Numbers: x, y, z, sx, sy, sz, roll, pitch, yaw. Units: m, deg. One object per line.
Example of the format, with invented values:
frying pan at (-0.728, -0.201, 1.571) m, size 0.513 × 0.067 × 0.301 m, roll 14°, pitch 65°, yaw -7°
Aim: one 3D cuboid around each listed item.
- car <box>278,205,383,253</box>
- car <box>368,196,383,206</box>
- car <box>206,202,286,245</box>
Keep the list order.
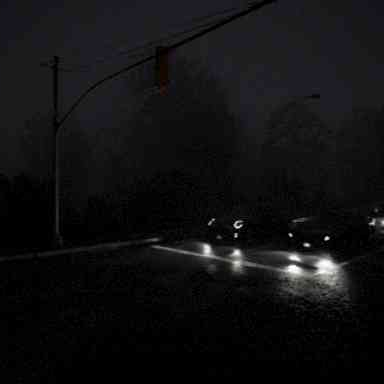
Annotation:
car at (6.014, 1.484, 13.924) m, size 2.033 × 1.411 × 5.357 m, roll 0°, pitch 1°, yaw 45°
car at (15.565, 0.971, 25.867) m, size 4.902 × 1.511 × 2.128 m, roll -3°, pitch 2°, yaw -34°
car at (2.787, 1.315, 15.601) m, size 4.553 × 1.767 × 2.097 m, roll -1°, pitch 0°, yaw -42°
